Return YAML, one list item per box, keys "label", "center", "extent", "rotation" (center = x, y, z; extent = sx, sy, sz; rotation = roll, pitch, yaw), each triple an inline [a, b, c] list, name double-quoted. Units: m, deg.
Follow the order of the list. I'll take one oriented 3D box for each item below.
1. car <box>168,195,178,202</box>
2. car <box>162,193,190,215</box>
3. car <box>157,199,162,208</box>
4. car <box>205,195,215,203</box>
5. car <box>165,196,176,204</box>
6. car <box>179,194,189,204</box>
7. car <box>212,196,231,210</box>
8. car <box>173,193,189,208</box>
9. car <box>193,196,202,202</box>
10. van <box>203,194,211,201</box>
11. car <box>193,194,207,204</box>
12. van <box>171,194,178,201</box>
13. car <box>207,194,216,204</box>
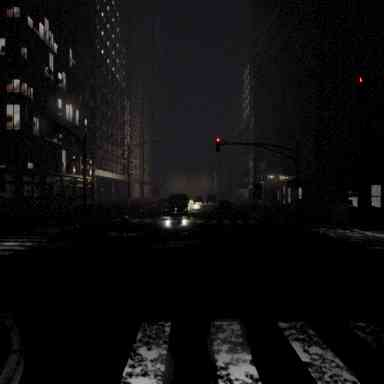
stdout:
- label: "car"
  center: [-4.183, 1.410, 74.883]
  extent: [1.967, 1.590, 4.097]
  rotation: [0, 0, 0]
- label: "car"
  center: [-1.525, 1.231, 33.931]
  extent: [2.150, 2.045, 5.566]
  rotation: [0, 0, 0]
- label: "car"
  center: [-4.052, 1.583, 47.245]
  extent: [1.802, 1.307, 4.206]
  rotation: [0, 0, 0]
- label: "car"
  center: [3.723, 1.417, 69.393]
  extent: [1.967, 1.590, 4.097]
  rotation: [0, 0, 0]
- label: "car"
  center: [-4.131, 1.550, 63.827]
  extent: [1.947, 1.339, 4.313]
  rotation: [0, 0, 0]
- label: "car"
  center: [-1.583, 1.373, 67.550]
  extent: [2.097, 1.767, 4.553]
  rotation: [0, 0, 0]
- label: "car"
  center: [3.904, 1.570, 41.756]
  extent: [1.947, 1.339, 4.313]
  rotation: [0, 0, 0]
- label: "car"
  center: [-1.595, 1.213, 49.656]
  extent: [2.150, 2.045, 5.566]
  rotation: [0, 1, 0]
- label: "car"
  center: [1.150, 1.513, 73.284]
  extent: [2.033, 1.411, 5.357]
  rotation: [0, 0, 0]
- label: "van"
  center: [3.670, 1.304, 80.448]
  extent: [1.690, 1.788, 3.998]
  rotation: [0, 0, 0]
- label: "car"
  center: [1.275, 1.511, 62.977]
  extent: [1.812, 1.442, 4.674]
  rotation: [0, 0, 0]
- label: "van"
  center: [-4.210, 1.304, 80.410]
  extent: [1.690, 1.788, 3.998]
  rotation: [0, 0, 0]
- label: "car"
  center: [3.750, 1.299, 63.865]
  extent: [2.192, 1.841, 5.009]
  rotation: [0, 0, 0]
